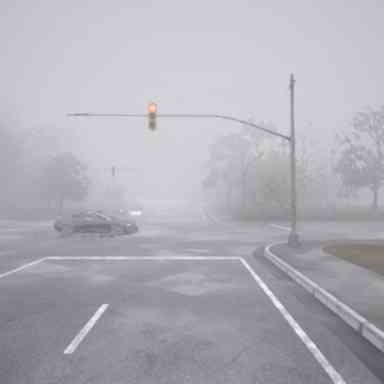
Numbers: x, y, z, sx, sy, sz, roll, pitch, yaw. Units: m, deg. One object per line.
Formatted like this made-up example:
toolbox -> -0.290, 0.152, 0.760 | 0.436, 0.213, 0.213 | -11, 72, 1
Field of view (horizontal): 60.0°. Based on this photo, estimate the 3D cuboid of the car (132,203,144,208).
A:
car -> -10.502, 2.866, 64.578 | 2.128, 1.511, 4.902 | 0, 1, 1

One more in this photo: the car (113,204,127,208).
car -> -10.564, 2.663, 48.393 | 2.097, 1.767, 4.553 | 0, -1, 0

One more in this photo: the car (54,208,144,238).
car -> -5.600, 1.870, 19.686 | 4.902, 1.511, 2.128 | 0, -2, 3
